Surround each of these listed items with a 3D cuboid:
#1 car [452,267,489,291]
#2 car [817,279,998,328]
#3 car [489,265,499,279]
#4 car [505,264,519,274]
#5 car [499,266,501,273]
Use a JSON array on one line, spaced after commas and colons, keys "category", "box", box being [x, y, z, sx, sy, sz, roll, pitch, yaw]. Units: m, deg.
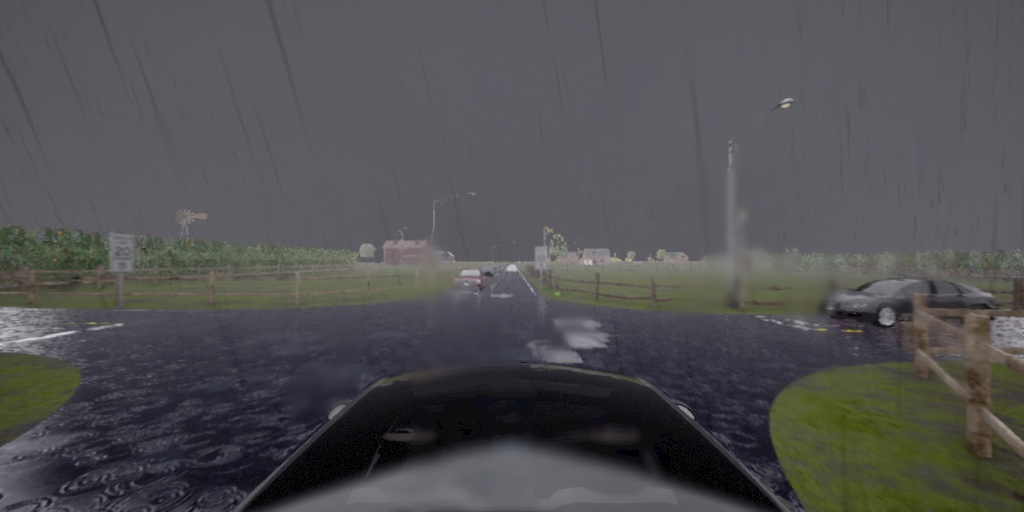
[{"category": "car", "box": [-2.841, 1.606, 25.136, 1.812, 1.442, 4.674, 0, 0, 0]}, {"category": "car", "box": [13.076, 1.514, 12.028, 4.892, 1.490, 1.837, 0, -1, 0]}, {"category": "car", "box": [-2.833, 1.890, 40.037, 1.895, 1.301, 4.718, 0, -1, 0]}, {"category": "car", "box": [0.017, 2.048, 56.692, 1.812, 1.442, 4.674, 0, -1, 0]}, {"category": "car", "box": [-2.757, 2.112, 58.563, 1.994, 1.385, 4.181, 0, -1, 0]}]
